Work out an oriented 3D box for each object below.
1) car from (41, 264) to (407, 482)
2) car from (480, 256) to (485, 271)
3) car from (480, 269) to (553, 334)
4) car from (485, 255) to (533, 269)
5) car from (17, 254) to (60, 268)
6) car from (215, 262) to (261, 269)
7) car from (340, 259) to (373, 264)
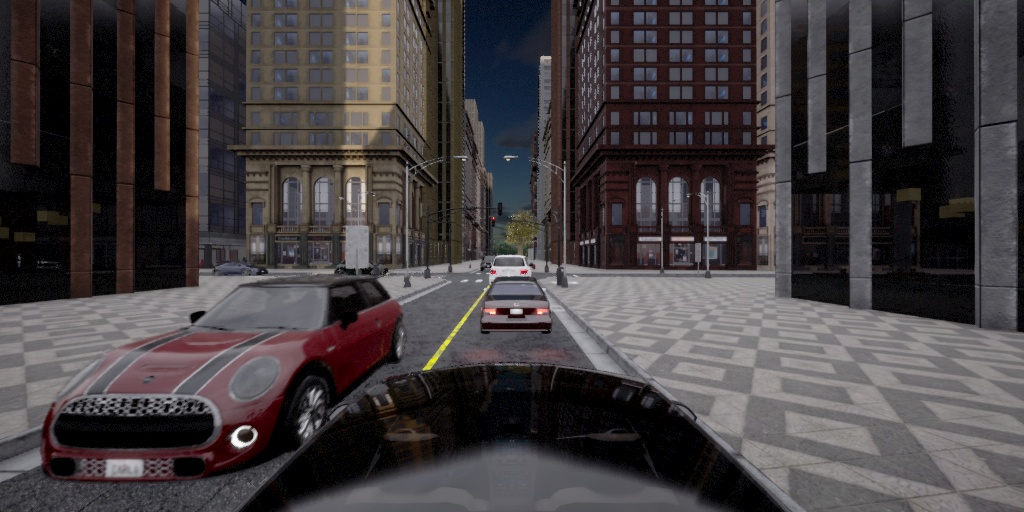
[{"bbox_3d":[-3.102,1.102,5.114,2.097,1.767,4.553,0,0,0],"label":"car"},{"bbox_3d":[-3.129,0.969,49.456,2.150,2.045,5.566,0,0,-1],"label":"car"},{"bbox_3d":[0.091,1.297,10.581,2.033,1.411,5.357,0,0,0],"label":"car"},{"bbox_3d":[0.017,0.971,20.826,2.150,2.045,5.566,0,0,4],"label":"car"},{"bbox_3d":[-45.658,0.846,33.365,5.566,2.045,2.150,0,0,1],"label":"car"},{"bbox_3d":[-25.151,1.233,33.308,4.181,1.385,1.994,0,0,0],"label":"car"},{"bbox_3d":[-13.823,1.053,33.295,4.553,1.767,2.097,0,0,0],"label":"car"}]
